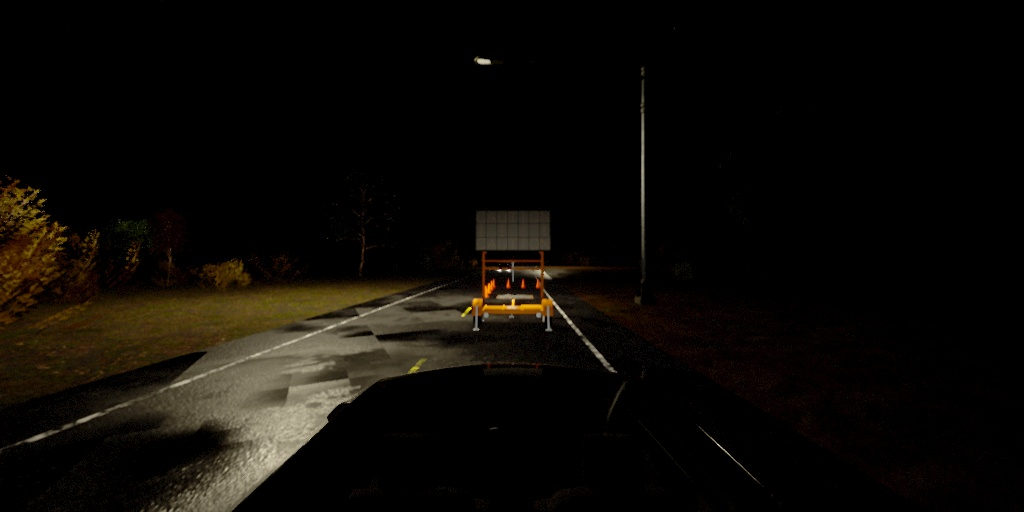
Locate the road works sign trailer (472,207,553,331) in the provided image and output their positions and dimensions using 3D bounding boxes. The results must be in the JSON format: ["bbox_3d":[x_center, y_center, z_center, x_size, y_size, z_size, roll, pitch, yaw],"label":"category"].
[{"bbox_3d":[0.033,0.270,11.249,2.380,3.560,2.880,0,0,1],"label":"road works sign trailer"}]

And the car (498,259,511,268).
[{"bbox_3d":[-1.279,1.451,63.190,2.097,1.767,4.553,0,0,4],"label":"car"}]
